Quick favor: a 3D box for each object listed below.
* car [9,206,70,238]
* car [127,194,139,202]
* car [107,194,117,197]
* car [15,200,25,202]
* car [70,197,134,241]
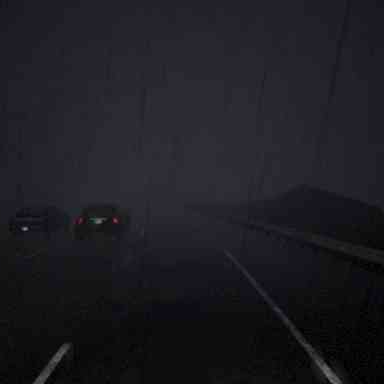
[{"bbox_3d":[-7.958,1.490,17.830,2.128,1.511,4.902,0,0,-5],"label":"car"},{"bbox_3d":[-12.793,1.315,71.674,2.097,1.767,4.553,0,0,-22],"label":"car"},{"bbox_3d":[-21.158,1.289,87.518,1.882,1.535,5.008,0,0,-28],"label":"car"},{"bbox_3d":[-34.777,1.570,66.669,1.895,1.301,4.718,0,0,-22],"label":"car"},{"bbox_3d":[-4.363,1.345,16.858,2.097,1.767,4.553,0,0,-5],"label":"car"}]
